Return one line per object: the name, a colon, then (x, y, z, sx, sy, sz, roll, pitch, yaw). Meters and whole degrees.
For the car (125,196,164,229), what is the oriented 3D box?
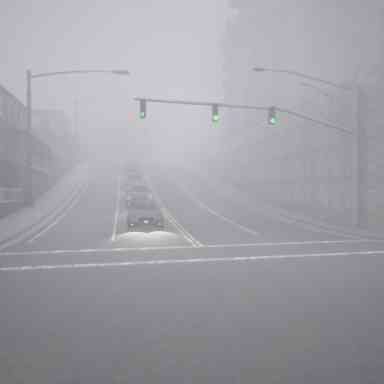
car: (-2.786, 1.244, 19.395, 1.994, 1.385, 4.181, 0, 4, -11)

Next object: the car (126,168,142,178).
car: (-6.338, -1.320, 36.649, 2.033, 1.411, 5.357, 0, 12, -12)

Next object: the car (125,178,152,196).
car: (-4.436, 0.158, 27.423, 2.097, 1.767, 4.553, 0, 8, -12)

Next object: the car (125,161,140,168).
car: (-8.362, -3.578, 46.617, 1.882, 1.535, 5.008, 0, 12, -11)
